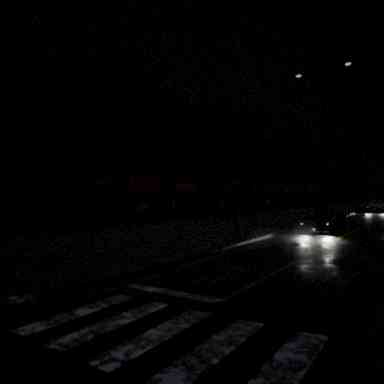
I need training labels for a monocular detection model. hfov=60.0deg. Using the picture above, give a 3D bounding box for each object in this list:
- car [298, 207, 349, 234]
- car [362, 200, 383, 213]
[{"bbox_3d":[8.045,1.611,19.977,2.033,1.411,5.357,-3,-2,36],"label":"car"},{"bbox_3d":[21.308,1.665,38.351,1.812,1.442,4.674,-3,-2,36],"label":"car"}]
